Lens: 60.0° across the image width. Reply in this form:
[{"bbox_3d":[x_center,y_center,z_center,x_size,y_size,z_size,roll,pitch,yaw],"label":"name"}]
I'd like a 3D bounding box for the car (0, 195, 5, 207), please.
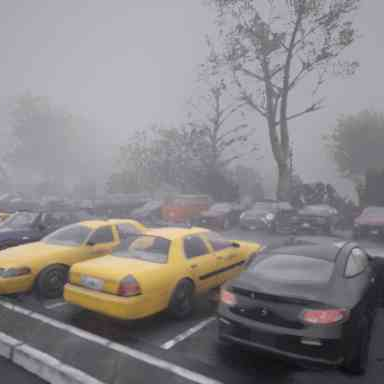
[{"bbox_3d":[-25.644,1.106,40.127,2.231,1.521,4.892,1,1,35],"label":"car"}]

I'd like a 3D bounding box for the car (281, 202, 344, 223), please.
[{"bbox_3d":[6.764,1.414,17.675,2.097,1.535,5.008,0,0,35],"label":"car"}]

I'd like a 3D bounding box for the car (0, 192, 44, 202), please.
[{"bbox_3d":[-9.503,1.151,13.688,2.435,2.045,5.566,0,0,35],"label":"car"}]

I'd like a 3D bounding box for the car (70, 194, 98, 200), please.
[{"bbox_3d":[-7.180,1.253,27.296,2.185,1.767,4.553,0,0,35],"label":"car"}]

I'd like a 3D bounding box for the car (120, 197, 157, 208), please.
[{"bbox_3d":[-2.414,1.392,24.041,2.231,1.521,4.892,0,0,35],"label":"car"}]

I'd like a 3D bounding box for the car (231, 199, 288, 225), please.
[{"bbox_3d":[4.463,1.283,19.311,2.185,1.767,4.553,0,0,35],"label":"car"}]

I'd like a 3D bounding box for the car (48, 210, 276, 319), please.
[{"bbox_3d":[-0.119,1.422,7.386,1.946,1.575,5.366,0,0,35],"label":"car"}]

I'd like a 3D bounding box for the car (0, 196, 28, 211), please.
[{"bbox_3d":[-21.125,1.244,36.955,2.163,1.488,4.792,1,1,35],"label":"car"}]

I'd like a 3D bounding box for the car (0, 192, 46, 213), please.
[{"bbox_3d":[-18.799,1.018,35.346,2.435,2.045,5.566,1,1,35],"label":"car"}]

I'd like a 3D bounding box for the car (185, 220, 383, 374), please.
[{"bbox_3d":[2.098,1.472,5.624,2.002,1.452,4.674,0,0,35],"label":"car"}]

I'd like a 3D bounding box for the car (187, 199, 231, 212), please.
[{"bbox_3d":[2.126,1.402,20.897,2.097,1.535,5.008,0,0,35],"label":"car"}]

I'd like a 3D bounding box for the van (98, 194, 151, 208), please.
[{"bbox_3d":[-4.672,1.159,25.740,1.878,1.987,4.442,0,0,35],"label":"van"}]

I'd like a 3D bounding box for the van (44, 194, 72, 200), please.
[{"bbox_3d":[-11.771,1.142,30.369,1.878,1.987,4.442,0,0,35],"label":"van"}]

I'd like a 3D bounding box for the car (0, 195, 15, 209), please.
[{"bbox_3d":[-23.446,1.188,38.562,2.163,1.488,4.792,1,1,35],"label":"car"}]

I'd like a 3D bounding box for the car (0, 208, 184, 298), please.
[{"bbox_3d":[-2.654,1.417,8.689,1.946,1.575,5.366,0,0,35],"label":"car"}]

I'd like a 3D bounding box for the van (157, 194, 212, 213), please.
[{"bbox_3d":[-0.028,1.171,22.522,1.878,1.987,4.442,0,0,35],"label":"van"}]

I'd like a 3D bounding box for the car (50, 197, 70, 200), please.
[{"bbox_3d":[-9.362,1.403,28.884,2.163,1.488,4.792,0,0,35],"label":"car"}]

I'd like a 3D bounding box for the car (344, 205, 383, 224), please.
[{"bbox_3d":[9.091,1.420,16.076,2.097,1.535,5.008,0,0,35],"label":"car"}]

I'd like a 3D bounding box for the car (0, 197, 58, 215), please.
[{"bbox_3d":[-16.459,1.322,33.754,2.097,1.535,5.008,2,1,35],"label":"car"}]

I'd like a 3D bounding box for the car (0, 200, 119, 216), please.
[{"bbox_3d":[-4.854,1.288,10.475,2.185,1.767,4.553,0,0,35],"label":"car"}]
